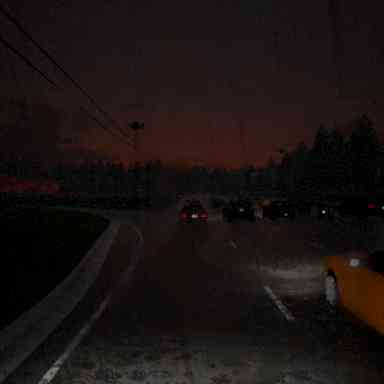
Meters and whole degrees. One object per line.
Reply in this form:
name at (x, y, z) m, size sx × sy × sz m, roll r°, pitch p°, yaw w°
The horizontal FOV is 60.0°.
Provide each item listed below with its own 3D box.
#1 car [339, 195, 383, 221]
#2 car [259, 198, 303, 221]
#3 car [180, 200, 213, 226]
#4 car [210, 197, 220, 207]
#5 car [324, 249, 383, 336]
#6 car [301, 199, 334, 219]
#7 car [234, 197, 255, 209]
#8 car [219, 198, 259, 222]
car at (14.107, 1.230, 27.147) m, size 2.150 × 2.045 × 5.566 m, roll 0°, pitch 0°, yaw 0°
car at (7.108, 1.499, 27.587) m, size 2.128 × 1.511 × 4.902 m, roll 0°, pitch 0°, yaw 0°
car at (0.106, 1.552, 23.163) m, size 2.033 × 1.411 × 5.357 m, roll 0°, pitch 0°, yaw 0°
car at (3.613, 1.492, 47.082) m, size 1.882 × 1.535 × 5.008 m, roll 0°, pitch 0°, yaw 0°
car at (3.600, 1.479, 4.793) m, size 1.882 × 1.535 × 5.008 m, roll 0°, pitch 0°, yaw 0°
car at (10.608, 1.572, 28.787) m, size 1.994 × 1.385 × 4.181 m, roll 0°, pitch 0°, yaw 0°
car at (7.112, 1.505, 45.491) m, size 2.128 × 1.511 × 4.902 m, roll 0°, pitch 0°, yaw 0°
car at (3.608, 1.358, 26.433) m, size 2.097 × 1.767 × 4.553 m, roll 0°, pitch 0°, yaw 0°
